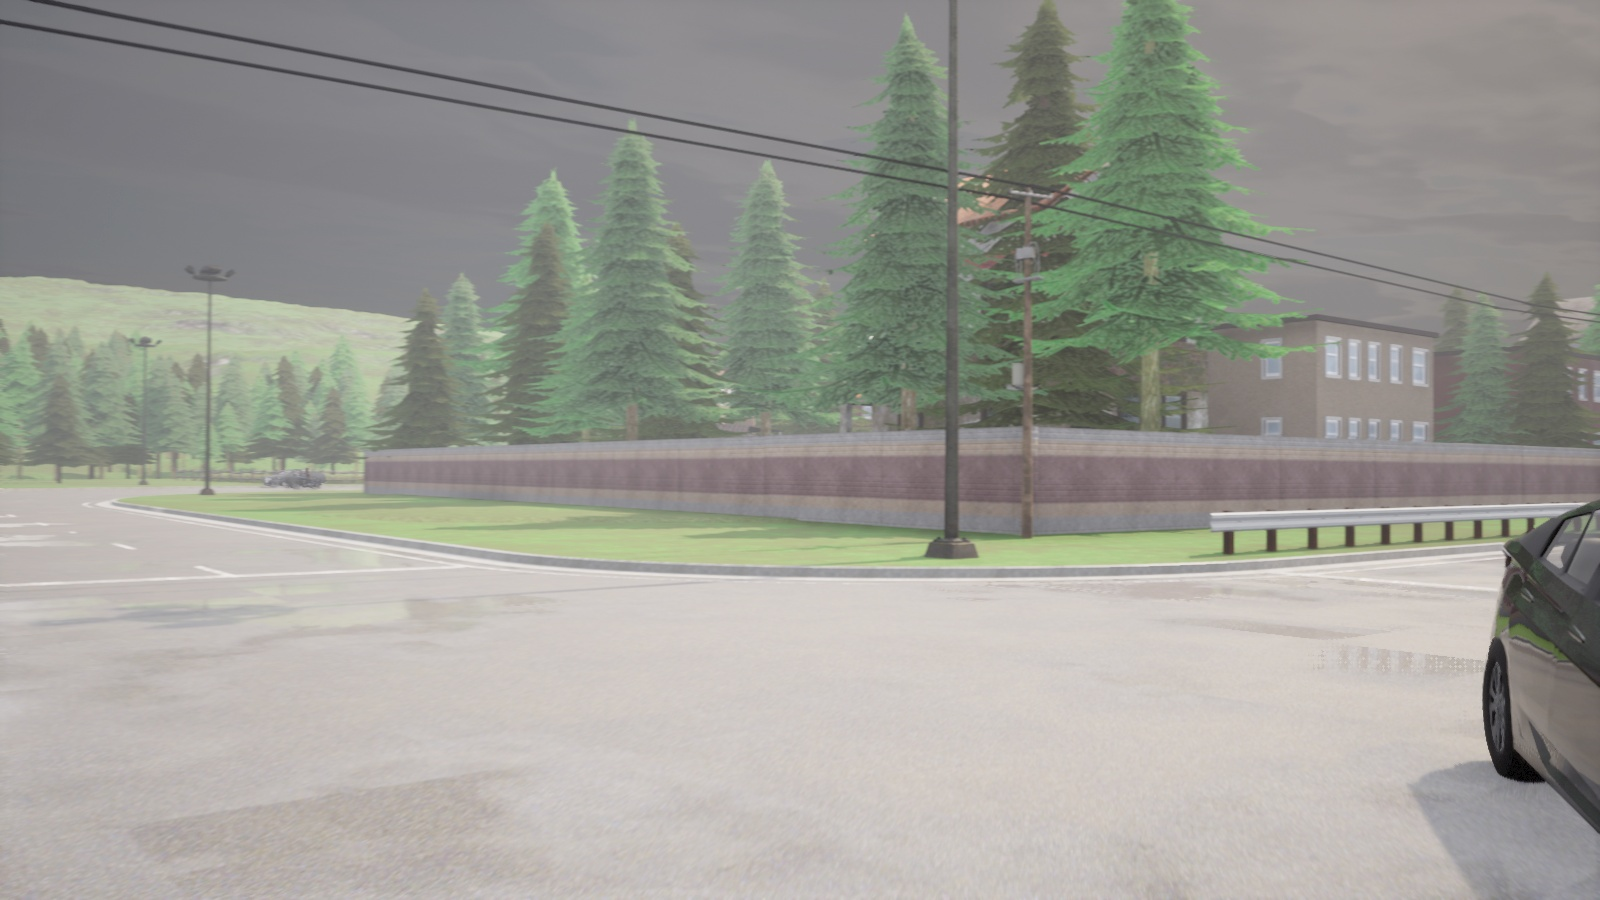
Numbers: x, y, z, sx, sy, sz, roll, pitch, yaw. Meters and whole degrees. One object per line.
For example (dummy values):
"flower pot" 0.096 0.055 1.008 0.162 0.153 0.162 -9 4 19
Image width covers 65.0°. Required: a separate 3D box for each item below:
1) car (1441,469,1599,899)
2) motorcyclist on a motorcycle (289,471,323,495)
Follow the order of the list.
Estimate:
"car" 3.989 0.833 4.846 2.007 1.525 4.514 -1 -1 18
"motorcyclist on a motorcycle" -35.683 2.374 90.786 0.766 1.649 2.350 0 -1 29
